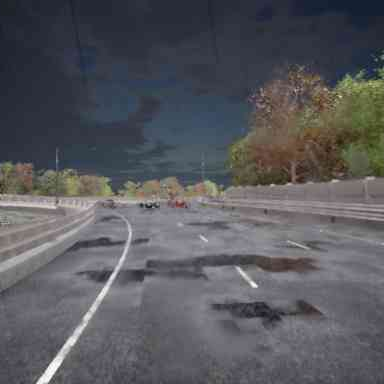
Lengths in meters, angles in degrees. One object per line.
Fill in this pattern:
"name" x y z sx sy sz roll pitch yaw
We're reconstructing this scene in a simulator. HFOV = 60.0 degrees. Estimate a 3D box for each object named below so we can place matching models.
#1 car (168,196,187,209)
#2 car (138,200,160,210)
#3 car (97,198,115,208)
"car" -2.134 1.371 47.314 2.097 1.767 4.553 -1 0 -13
"car" -5.820 1.664 44.201 1.895 1.301 4.718 -1 0 -24
"car" -13.334 1.643 51.267 2.128 1.511 4.902 -1 0 -29
